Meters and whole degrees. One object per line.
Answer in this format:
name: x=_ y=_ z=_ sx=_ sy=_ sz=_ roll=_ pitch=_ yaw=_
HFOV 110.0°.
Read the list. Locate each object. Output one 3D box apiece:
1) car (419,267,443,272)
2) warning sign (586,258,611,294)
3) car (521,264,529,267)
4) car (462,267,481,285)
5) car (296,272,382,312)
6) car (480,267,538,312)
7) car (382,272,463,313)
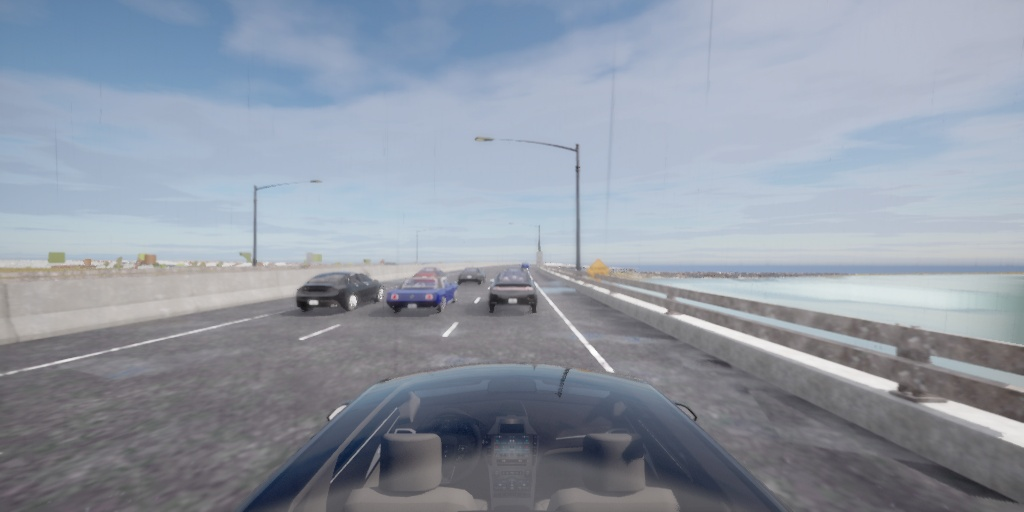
car: x=-6.769 y=1.623 z=30.026 sx=1.994 sy=1.385 sz=4.181 roll=0 pitch=-1 yaw=1
warning sign: x=4.621 y=1.049 z=19.063 sx=1.300 sy=1.860 sz=1.060 roll=0 pitch=0 yaw=1
car: x=0.230 y=1.620 z=29.964 sx=1.994 sy=1.385 sz=4.181 roll=0 pitch=-1 yaw=1
car: x=-3.275 y=1.621 z=29.972 sx=1.994 sy=1.385 sz=4.181 roll=0 pitch=-1 yaw=2
car: x=-6.941 y=1.399 z=15.029 sx=1.837 sy=1.490 sz=4.892 roll=0 pitch=0 yaw=1
car: x=0.059 y=1.383 z=14.985 sx=2.128 sy=1.511 sz=4.902 roll=0 pitch=0 yaw=1
car: x=-3.446 y=1.489 z=14.763 sx=1.895 sy=1.301 sz=4.718 roll=0 pitch=-1 yaw=1
